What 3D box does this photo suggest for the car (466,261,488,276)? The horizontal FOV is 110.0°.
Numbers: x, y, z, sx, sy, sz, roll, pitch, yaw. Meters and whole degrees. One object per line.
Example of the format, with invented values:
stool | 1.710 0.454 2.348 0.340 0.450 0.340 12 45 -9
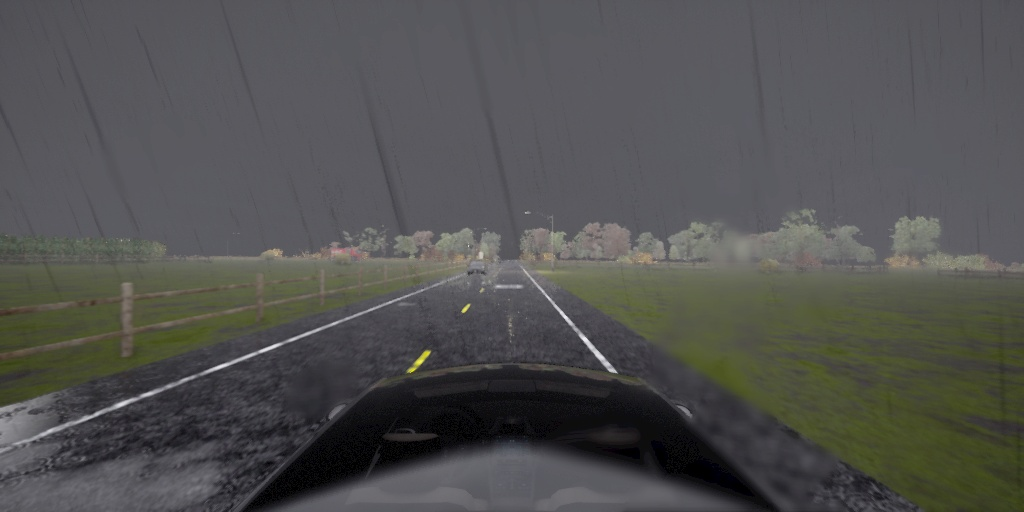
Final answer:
car | -3.600 1.268 37.678 1.837 1.490 4.892 0 0 0
